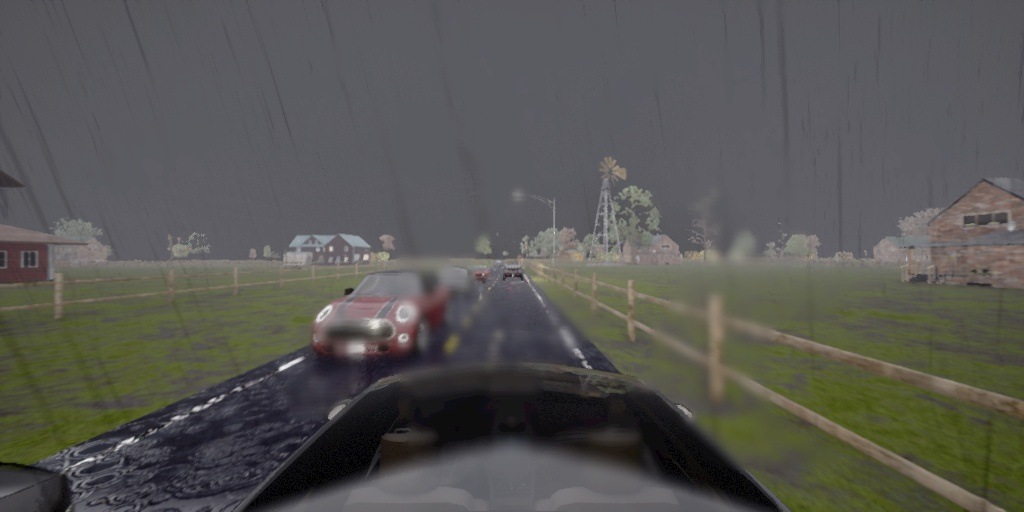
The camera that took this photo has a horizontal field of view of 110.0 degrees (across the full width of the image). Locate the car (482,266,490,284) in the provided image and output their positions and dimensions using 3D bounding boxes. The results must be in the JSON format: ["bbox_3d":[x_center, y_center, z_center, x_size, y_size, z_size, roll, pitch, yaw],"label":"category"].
[{"bbox_3d":[-2.806,1.443,28.383,1.895,1.301,4.718,0,0,0],"label":"car"}]

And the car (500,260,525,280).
[{"bbox_3d":[0.090,1.362,32.348,1.837,1.490,4.892,0,0,0],"label":"car"}]

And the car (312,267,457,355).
[{"bbox_3d":[-2.843,1.128,8.847,2.097,1.767,4.553,0,0,0],"label":"car"}]

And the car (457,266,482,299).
[{"bbox_3d":[-2.831,1.314,18.440,1.837,1.490,4.892,0,0,0],"label":"car"}]
